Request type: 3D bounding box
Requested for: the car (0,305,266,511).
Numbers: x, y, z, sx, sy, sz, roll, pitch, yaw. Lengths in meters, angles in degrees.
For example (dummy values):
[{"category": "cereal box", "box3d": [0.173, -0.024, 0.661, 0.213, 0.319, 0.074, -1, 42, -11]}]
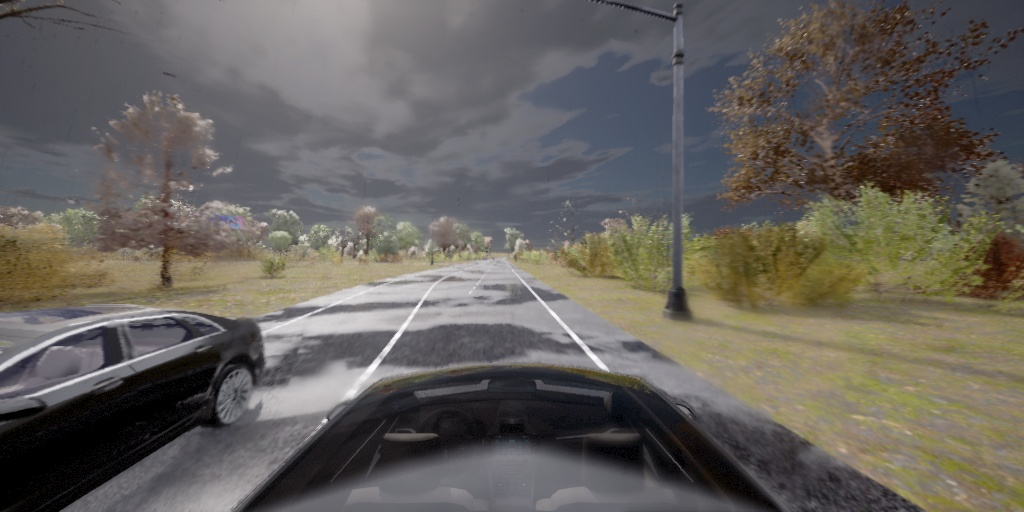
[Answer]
[{"category": "car", "box3d": [-3.983, 1.221, 2.716, 2.128, 1.511, 4.902, 0, 0, -6]}]
